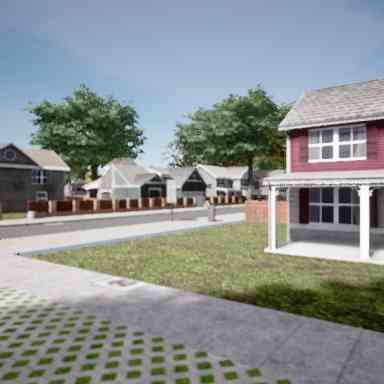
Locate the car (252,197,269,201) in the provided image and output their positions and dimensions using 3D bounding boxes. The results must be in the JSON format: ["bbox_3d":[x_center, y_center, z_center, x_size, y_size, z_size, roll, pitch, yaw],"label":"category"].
[{"bbox_3d":[10.311,1.535,49.499,1.837,1.490,4.892,0,0,36],"label":"car"}]
